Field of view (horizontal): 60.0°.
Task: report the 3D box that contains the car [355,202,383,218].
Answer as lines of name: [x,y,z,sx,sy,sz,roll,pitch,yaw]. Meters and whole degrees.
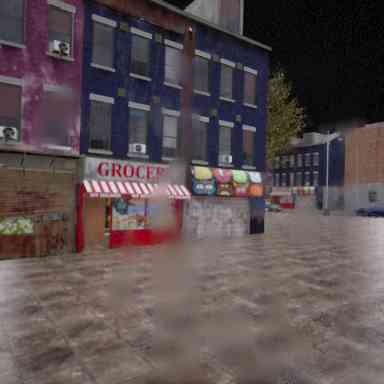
car: [16.075,1.561,27.662,1.812,1.442,4.674,2,-2,-35]

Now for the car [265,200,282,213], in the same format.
car: [8.286,1.656,38.744,1.837,1.490,4.892,2,-2,-35]
